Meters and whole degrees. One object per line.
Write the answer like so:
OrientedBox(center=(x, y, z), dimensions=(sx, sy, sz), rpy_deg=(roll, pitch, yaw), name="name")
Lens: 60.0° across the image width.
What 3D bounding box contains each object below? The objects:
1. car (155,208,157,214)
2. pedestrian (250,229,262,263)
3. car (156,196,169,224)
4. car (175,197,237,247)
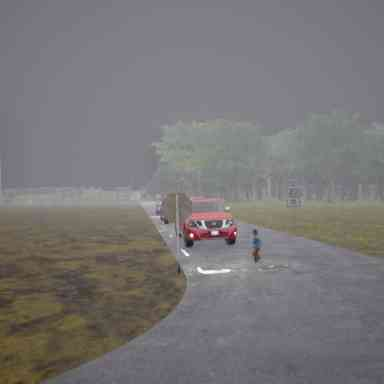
OrientedBox(center=(-2.986, 1.694, 36.109), dimensions=(1.812, 1.442, 4.674), rpy_deg=(-2, 0, -9), name="car")
OrientedBox(center=(2.101, 1.724, 10.652), dimensions=(0.500, 1.100, 0.500), rpy_deg=(-2, 0, -10), name="pedestrian")
OrientedBox(center=(-1.303, 1.330, 26.300), dimensions=(2.150, 2.045, 5.566), rpy_deg=(-2, 0, -10), name="car")
OrientedBox(center=(0.448, 1.298, 16.086), dimensions=(2.150, 2.045, 5.566), rpy_deg=(-2, 0, -10), name="car")
